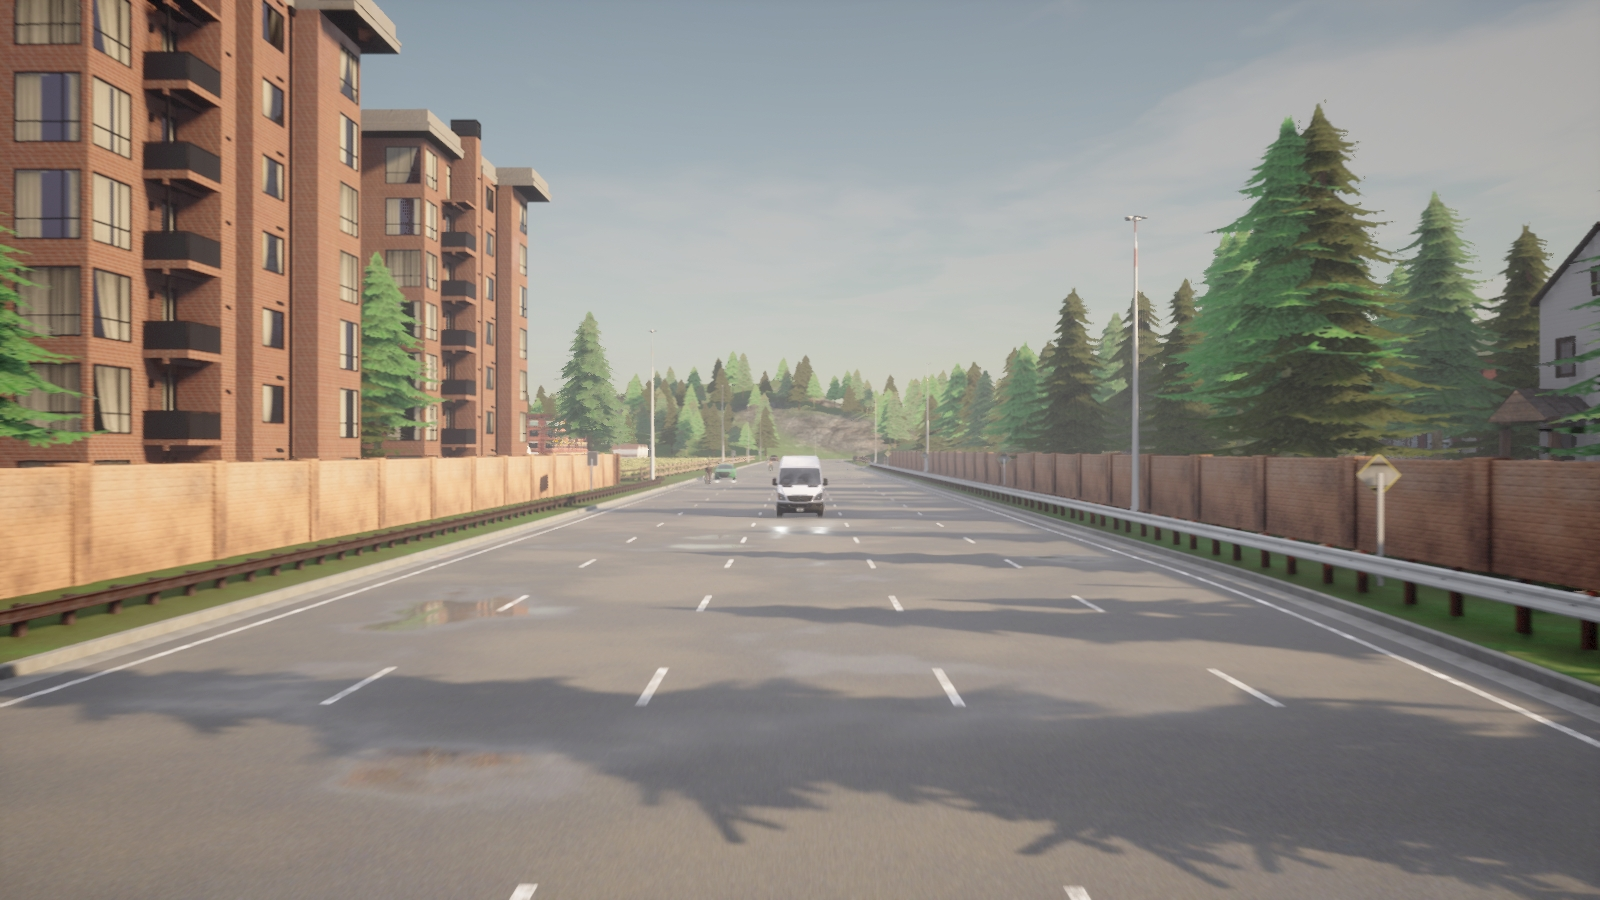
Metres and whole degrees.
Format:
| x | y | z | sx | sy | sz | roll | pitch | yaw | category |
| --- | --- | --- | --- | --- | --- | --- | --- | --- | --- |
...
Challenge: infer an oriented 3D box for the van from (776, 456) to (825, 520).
| x | y | z | sx | sy | sz | roll | pitch | yaw | category |
| --- | --- | --- | --- | --- | --- | --- | --- | --- | --- |
| 0.007 | 1.534 | 49.044 | 1.988 | 2.561 | 5.915 | 0 | 0 | 0 | van |
